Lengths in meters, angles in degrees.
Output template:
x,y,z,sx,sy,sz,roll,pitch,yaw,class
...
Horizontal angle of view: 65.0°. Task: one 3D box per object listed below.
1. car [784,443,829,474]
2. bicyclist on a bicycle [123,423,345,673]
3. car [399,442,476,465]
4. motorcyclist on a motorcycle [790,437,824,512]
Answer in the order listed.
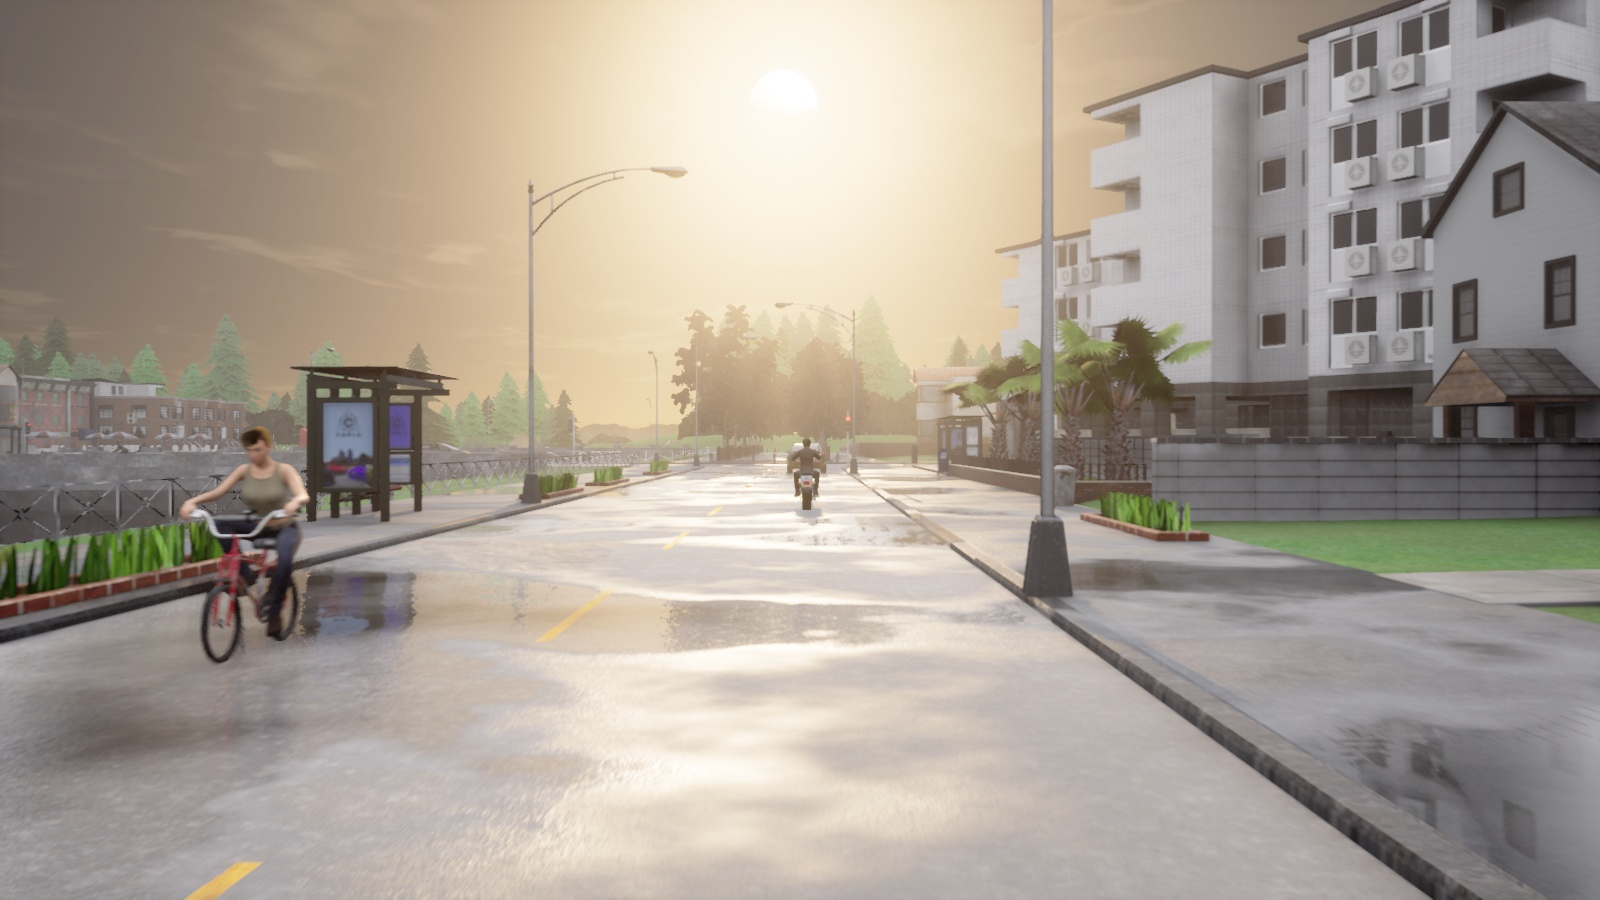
x,y,z,sx,sy,sz,roll,pitch,yaw,class
0.340,0.392,62.868,2.163,1.488,4.792,0,0,0,car
-3.927,0.630,8.855,0.866,1.612,1.509,0,0,1,bicyclist on a bicycle
-23.959,0.206,83.090,4.514,1.525,2.007,0,0,2,car
0.162,0.534,28.883,0.766,1.649,2.350,0,0,0,motorcyclist on a motorcycle
